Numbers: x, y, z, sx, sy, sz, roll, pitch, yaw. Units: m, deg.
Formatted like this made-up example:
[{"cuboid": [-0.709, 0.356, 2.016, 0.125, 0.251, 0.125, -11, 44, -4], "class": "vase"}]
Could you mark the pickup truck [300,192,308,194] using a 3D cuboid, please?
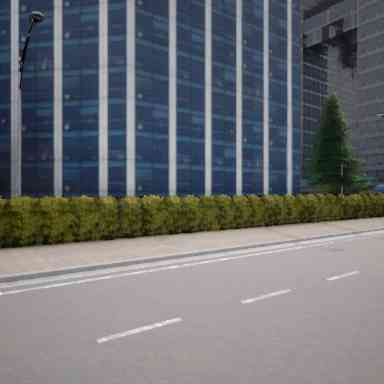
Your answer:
[{"cuboid": [25.112, 1.056, 75.217, 2.390, 2.098, 6.274, 0, 0, -6], "class": "pickup truck"}]
